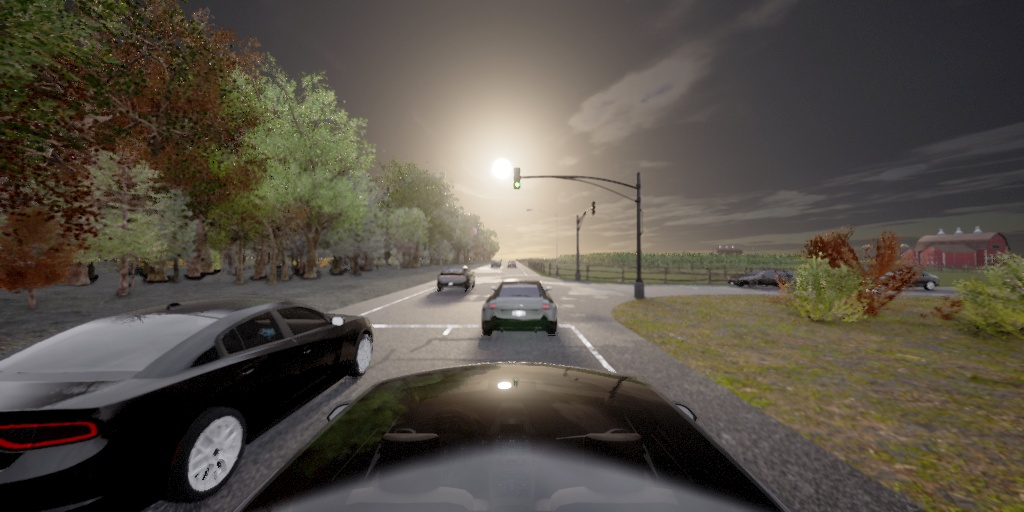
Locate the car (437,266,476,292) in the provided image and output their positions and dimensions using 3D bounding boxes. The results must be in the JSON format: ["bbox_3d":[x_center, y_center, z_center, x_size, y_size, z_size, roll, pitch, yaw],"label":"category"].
[{"bbox_3d":[-3.407,1.371,22.429,2.128,1.511,4.902,0,0,0],"label":"car"}]

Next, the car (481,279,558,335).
[{"bbox_3d":[0.265,1.371,10.706,1.994,1.385,4.181,0,0,3],"label":"car"}]

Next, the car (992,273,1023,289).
[{"bbox_3d":[39.374,1.953,27.165,4.181,1.385,1.994,1,-1,1],"label":"car"}]

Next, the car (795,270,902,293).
[{"bbox_3d":[21.997,1.621,23.585,4.892,1.490,1.837,0,-2,1],"label":"car"}]

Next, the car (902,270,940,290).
[{"bbox_3d":[29.331,1.784,27.221,4.892,1.490,1.837,1,-1,0],"label":"car"}]

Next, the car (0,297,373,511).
[{"bbox_3d":[-3.404,1.245,4.429,1.882,1.535,5.008,0,0,0],"label":"car"}]

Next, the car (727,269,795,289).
[{"bbox_3d":[19.444,1.719,27.261,5.357,1.411,2.033,1,-1,0],"label":"car"}]
